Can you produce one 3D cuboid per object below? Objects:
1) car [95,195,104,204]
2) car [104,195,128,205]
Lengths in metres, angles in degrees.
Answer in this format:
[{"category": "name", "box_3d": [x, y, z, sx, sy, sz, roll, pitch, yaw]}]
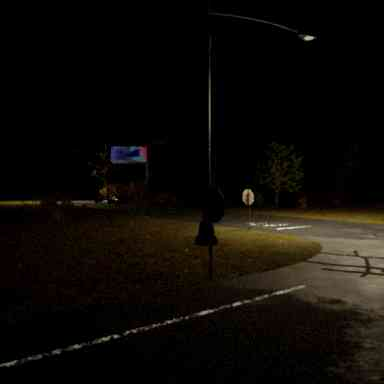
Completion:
[{"category": "car", "box_3d": [-16.309, 1.369, 60.871, 2.128, 1.511, 4.902, 0, 0, -34]}, {"category": "car", "box_3d": [-12.323, 1.437, 54.952, 2.033, 1.411, 5.357, 0, 0, -33]}]
